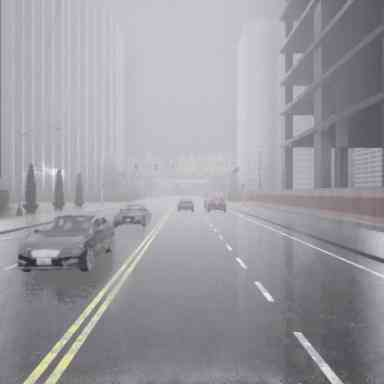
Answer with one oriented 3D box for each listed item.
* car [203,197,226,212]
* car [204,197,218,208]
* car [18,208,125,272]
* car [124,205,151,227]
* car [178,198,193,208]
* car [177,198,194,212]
[{"bbox_3d":[2.777,1.367,39.136,2.097,1.767,4.553,0,0,-1],"label":"car"},{"bbox_3d":[2.731,1.523,48.340,1.837,1.490,4.892,0,0,2],"label":"car"},{"bbox_3d":[-3.792,1.497,10.856,2.128,1.511,4.902,0,0,-1],"label":"car"},{"bbox_3d":[-3.971,1.572,22.800,1.994,1.385,4.181,0,0,1],"label":"car"},{"bbox_3d":[-0.952,1.582,48.483,1.994,1.385,4.181,0,0,-1],"label":"car"},{"bbox_3d":[-0.731,1.506,39.567,2.128,1.511,4.902,0,0,-1],"label":"car"}]
